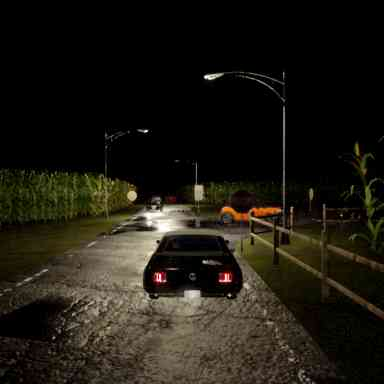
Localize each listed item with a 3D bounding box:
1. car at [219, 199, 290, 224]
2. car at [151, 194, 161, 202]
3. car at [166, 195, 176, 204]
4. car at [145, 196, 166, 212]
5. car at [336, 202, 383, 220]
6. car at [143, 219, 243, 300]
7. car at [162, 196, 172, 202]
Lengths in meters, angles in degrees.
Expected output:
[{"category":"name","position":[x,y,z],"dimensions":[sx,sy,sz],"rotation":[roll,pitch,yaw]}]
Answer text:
[{"category":"car","position":[4.225,1.268,22.428],"dimensions":[4.553,1.767,2.097],"rotation":[-1,0,24]},{"category":"car","position":[-7.730,1.304,71.512],"dimensions":[1.882,1.535,5.008],"rotation":[0,0,-8]},{"category":"car","position":[-4.391,1.421,67.748],"dimensions":[2.097,1.767,4.553],"rotation":[0,0,-8]},{"category":"car","position":[-4.392,1.516,39.066],"dimensions":[2.128,1.511,4.902],"rotation":[0,0,-4]},{"category":"car","position":[13.123,1.370,24.203],"dimensions":[4.718,1.301,1.895],"rotation":[-1,0,3]},{"category":"car","position":[0.019,1.601,8.368],"dimensions":[1.895,1.301,4.718],"rotation":[0,0,0]},{"category":"car","position":[-5.951,1.645,78.385],"dimensions":[1.994,1.385,4.181],"rotation":[0,0,-9]}]
